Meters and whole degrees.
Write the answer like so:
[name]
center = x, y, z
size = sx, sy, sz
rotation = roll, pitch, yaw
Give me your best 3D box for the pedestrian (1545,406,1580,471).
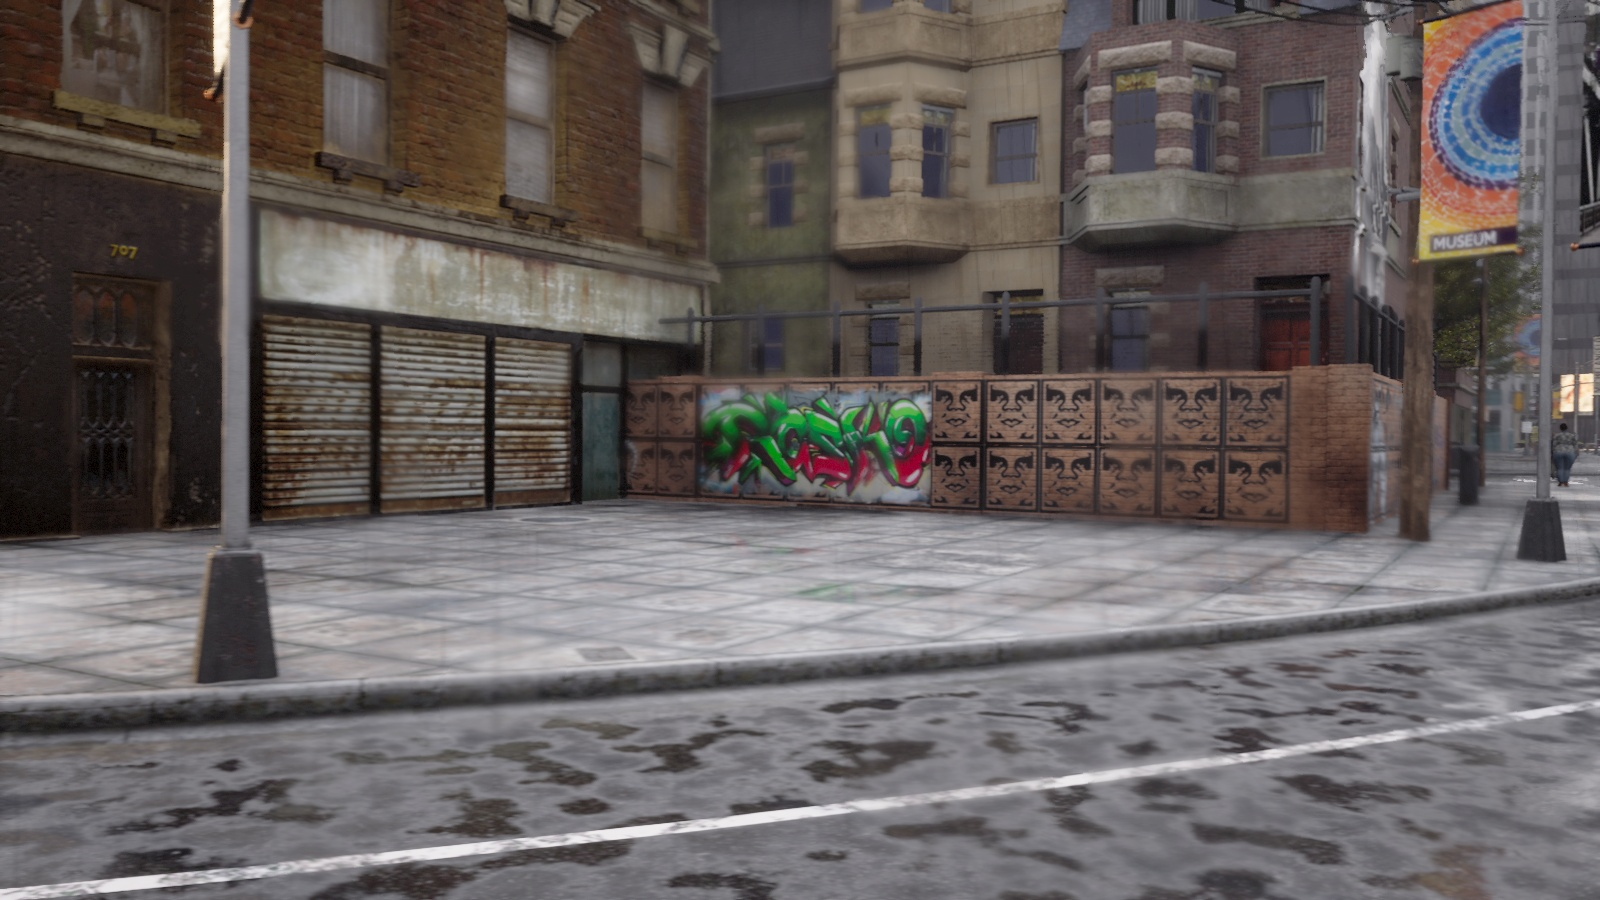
[pedestrian]
center = 22.096, -0.348, 36.403
size = 0.874, 1.855, 0.900
rotation = 0, 1, 31
